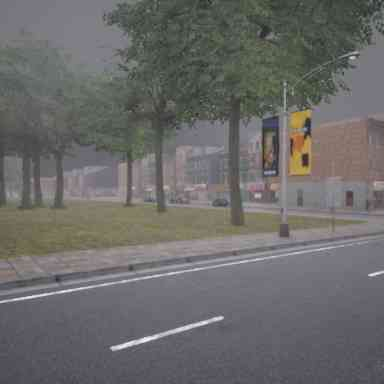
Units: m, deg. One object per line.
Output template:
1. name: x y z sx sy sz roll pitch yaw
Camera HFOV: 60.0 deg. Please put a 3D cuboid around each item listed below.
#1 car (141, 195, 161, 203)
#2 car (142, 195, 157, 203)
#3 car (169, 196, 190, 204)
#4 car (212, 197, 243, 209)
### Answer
1. car: -8.301 1.311 67.009 1.882 1.535 5.008 0 0 -36
2. car: -7.109 1.330 60.611 2.128 1.511 4.902 0 0 -36
3. car: -2.296 1.360 58.695 2.128 1.511 4.902 0 0 -35
4. car: 4.668 1.434 43.971 2.128 1.511 4.902 0 0 -36
